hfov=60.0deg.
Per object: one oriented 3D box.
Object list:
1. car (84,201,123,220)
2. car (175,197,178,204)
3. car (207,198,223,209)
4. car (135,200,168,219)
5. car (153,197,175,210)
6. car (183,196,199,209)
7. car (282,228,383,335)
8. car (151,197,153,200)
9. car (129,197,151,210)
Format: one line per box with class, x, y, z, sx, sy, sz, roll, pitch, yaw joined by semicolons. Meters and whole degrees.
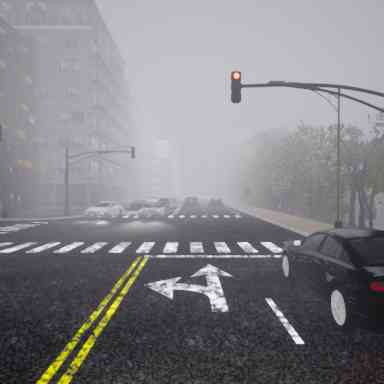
car;-7.598;1.555;29.157;1.812;1.442;4.674;0;1;13
car;-3.563;1.579;61.867;1.994;1.385;4.181;0;0;0
car;3.169;1.497;45.345;2.128;1.511;4.902;0;0;0
car;-3.469;1.618;29.126;1.895;1.301;4.718;0;0;0
car;-3.519;1.510;42.642;1.837;1.490;4.892;0;0;0
car;-0.078;1.357;44.777;2.097;1.767;4.553;0;0;0
car;3.326;1.477;6.891;1.882;1.535;5.008;0;0;0
car;-6.815;1.538;57.873;1.812;1.442;4.674;0;0;0
car;-6.770;1.605;42.707;1.895;1.301;4.718;0;0;0
